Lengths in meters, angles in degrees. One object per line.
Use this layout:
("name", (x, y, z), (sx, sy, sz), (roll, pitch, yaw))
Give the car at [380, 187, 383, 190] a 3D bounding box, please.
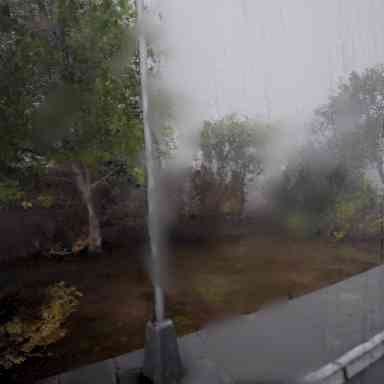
("car", (38.326, -0.724, 65.253), (1.994, 1.385, 4.181), (-2, 3, 22))
